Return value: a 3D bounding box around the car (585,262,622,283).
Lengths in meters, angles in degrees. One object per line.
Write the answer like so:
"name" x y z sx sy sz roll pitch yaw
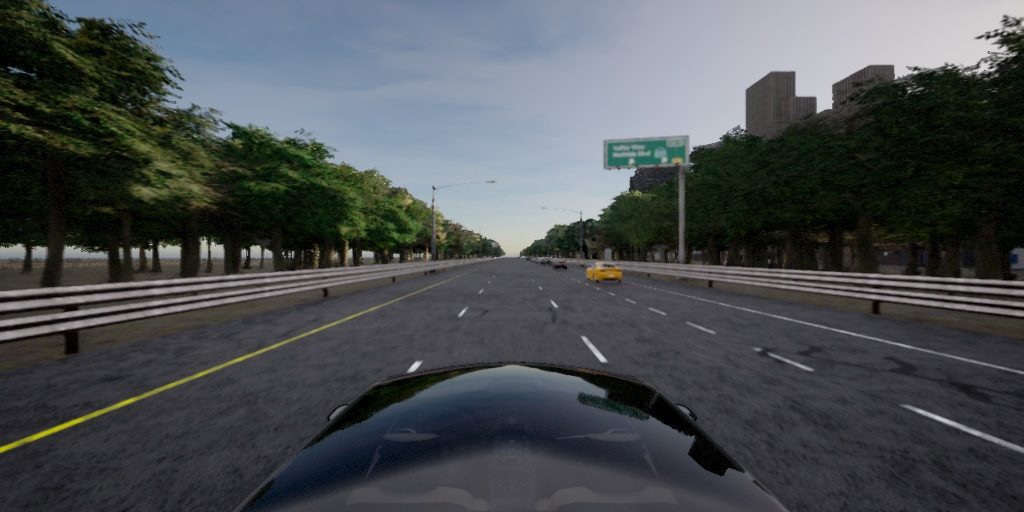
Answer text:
"car" 7.019 1.230 27.822 1.882 1.535 5.008 0 0 0

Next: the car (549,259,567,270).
"car" 7.044 1.258 53.742 1.837 1.490 4.892 0 0 0
